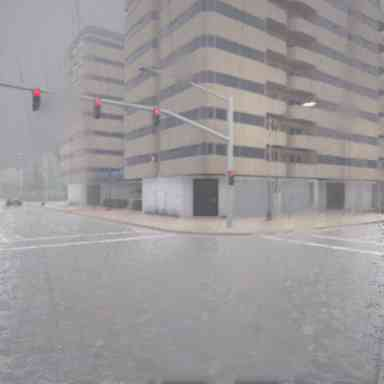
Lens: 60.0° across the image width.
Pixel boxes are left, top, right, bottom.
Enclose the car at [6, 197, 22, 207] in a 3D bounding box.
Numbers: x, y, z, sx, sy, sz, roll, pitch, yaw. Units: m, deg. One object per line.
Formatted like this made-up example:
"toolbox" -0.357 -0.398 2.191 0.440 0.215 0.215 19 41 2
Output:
"car" -27.804 1.535 52.056 1.812 1.442 4.674 0 0 -35
